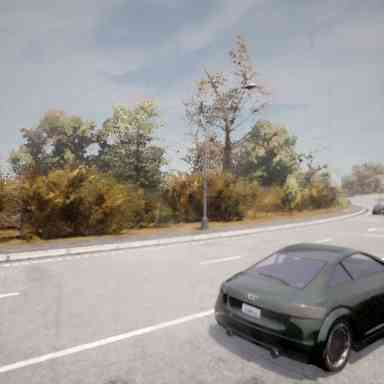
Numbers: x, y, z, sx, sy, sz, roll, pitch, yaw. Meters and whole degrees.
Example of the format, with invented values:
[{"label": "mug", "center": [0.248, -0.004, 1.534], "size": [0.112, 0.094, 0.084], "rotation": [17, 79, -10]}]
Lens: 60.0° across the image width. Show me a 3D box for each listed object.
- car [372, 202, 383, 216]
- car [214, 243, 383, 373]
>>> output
[{"label": "car", "center": [20.858, 1.833, 36.113], "size": [1.994, 1.385, 4.181], "rotation": [0, 0, 34]}, {"label": "car", "center": [2.396, 1.609, 5.793], "size": [4.181, 1.385, 1.994], "rotation": [0, 0, -38]}]
